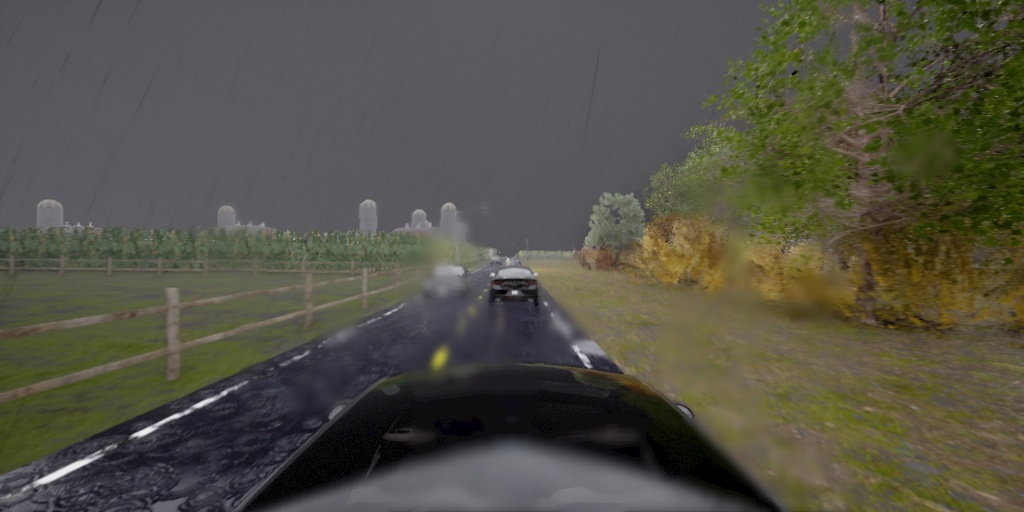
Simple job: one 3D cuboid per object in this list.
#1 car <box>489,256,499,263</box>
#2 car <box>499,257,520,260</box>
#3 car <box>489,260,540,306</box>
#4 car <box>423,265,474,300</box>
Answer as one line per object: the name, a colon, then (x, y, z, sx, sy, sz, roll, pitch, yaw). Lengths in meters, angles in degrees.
car: (-2.775, 0.765, 60.255, 1.882, 1.535, 5.008, 0, 0, 1)
car: (0.101, 0.973, 35.008, 2.128, 1.511, 4.902, 0, 0, 0)
car: (0.101, 1.119, 15.160, 1.882, 1.535, 5.008, 0, 0, 0)
car: (-2.845, 1.153, 16.960, 1.812, 1.442, 4.674, 0, 0, 0)
